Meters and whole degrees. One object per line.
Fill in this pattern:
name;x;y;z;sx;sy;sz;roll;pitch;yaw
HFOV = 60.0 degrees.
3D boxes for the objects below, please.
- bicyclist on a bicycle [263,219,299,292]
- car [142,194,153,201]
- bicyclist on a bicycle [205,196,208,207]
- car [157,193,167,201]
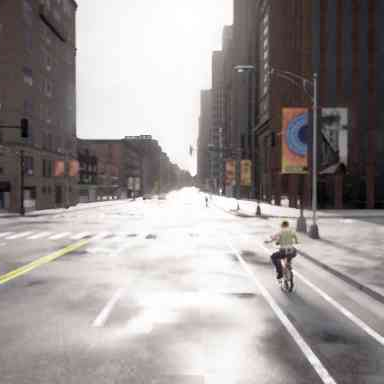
bicyclist on a bicycle;2.181;1.434;7.941;0.866;1.612;1.509;0;0;0
car;-9.745;1.141;72.913;1.837;1.490;4.892;0;0;0
bicyclist on a bicycle;2.254;1.474;51.286;0.582;1.620;1.656;0;0;0
car;-6.495;1.118;72.912;1.882;1.535;5.008;0;0;0
